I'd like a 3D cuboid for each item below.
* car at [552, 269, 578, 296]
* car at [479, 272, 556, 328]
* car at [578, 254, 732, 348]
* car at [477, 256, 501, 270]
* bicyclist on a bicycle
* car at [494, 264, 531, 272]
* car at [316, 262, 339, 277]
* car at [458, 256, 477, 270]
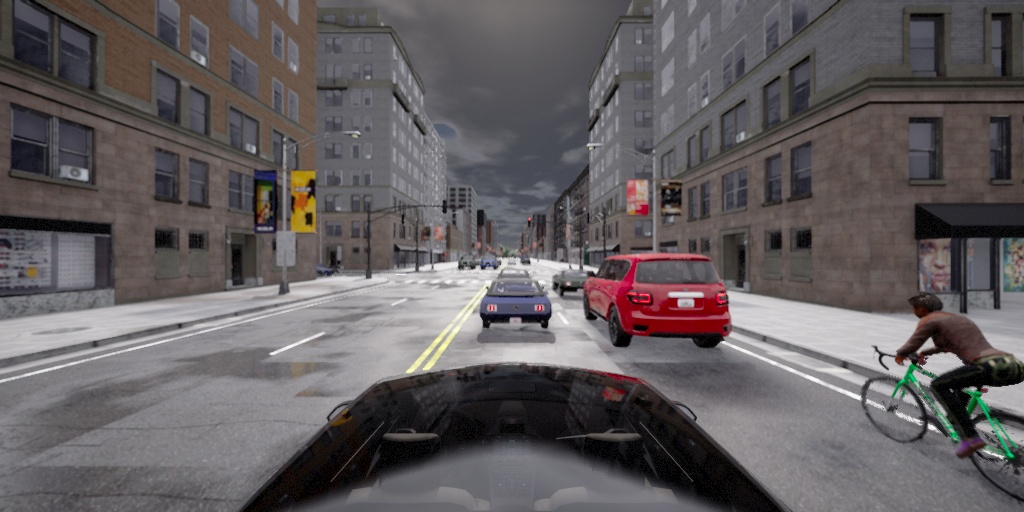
[{"bbox_3d":[3.247,1.341,19.146,1.895,1.301,4.718,0,0,0],"label":"car"},{"bbox_3d":[0.099,1.345,11.291,1.895,1.301,4.718,0,0,0],"label":"car"},{"bbox_3d":[3.323,0.967,9.378,2.150,2.045,5.566,0,0,2],"label":"car"},{"bbox_3d":[-3.318,0.949,52.682,2.150,2.045,5.566,0,0,2],"label":"car"},{"bbox_3d":[4.146,1.202,3.436,0.582,1.620,1.656,0,0,0],"label":"bicyclist on a bicycle"},{"bbox_3d":[0.097,1.340,20.396,1.895,1.301,4.718,0,0,0],"label":"car"},{"bbox_3d":[-19.697,1.257,34.661,5.357,1.411,2.033,0,0,0],"label":"car"},{"bbox_3d":[-6.594,0.950,52.970,2.150,2.045,5.566,0,0,0],"label":"car"}]
